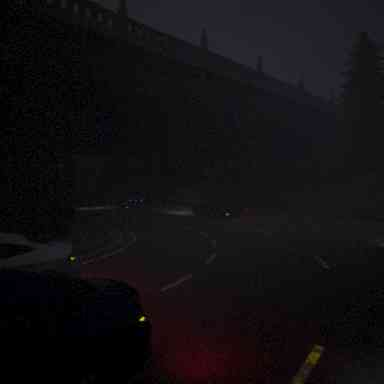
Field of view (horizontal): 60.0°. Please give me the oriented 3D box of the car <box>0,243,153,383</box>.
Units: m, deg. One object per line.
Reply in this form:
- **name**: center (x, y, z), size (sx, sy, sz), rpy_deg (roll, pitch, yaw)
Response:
- **car**: center (-2.418, 1.490, 2.698), size (1.812, 1.442, 4.674), rpy_deg (1, 1, 43)

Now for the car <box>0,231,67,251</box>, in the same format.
- **car**: center (-4.269, 1.459, 5.782), size (1.812, 1.442, 4.674), rpy_deg (1, 1, 40)

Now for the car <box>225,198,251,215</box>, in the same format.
- **car**: center (3.576, 1.332, 31.695), size (2.128, 1.511, 4.902), rpy_deg (0, 0, -30)

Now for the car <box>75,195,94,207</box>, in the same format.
- **car**: center (-14.440, 1.214, 42.990), size (1.837, 1.490, 4.892), rpy_deg (0, 0, -42)

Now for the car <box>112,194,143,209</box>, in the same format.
- **car**: center (-8.016, 1.056, 41.093), size (2.097, 1.767, 4.553), rpy_deg (0, 0, -41)

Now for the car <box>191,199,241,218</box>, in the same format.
- **car**: center (1.746, 1.449, 28.034), size (1.895, 1.301, 4.718), rpy_deg (0, 0, -28)
